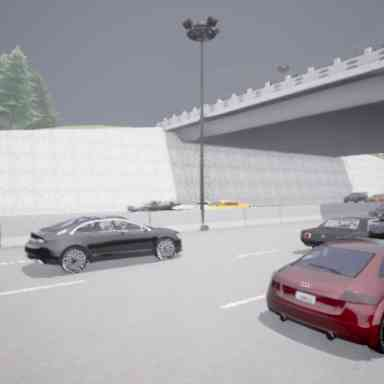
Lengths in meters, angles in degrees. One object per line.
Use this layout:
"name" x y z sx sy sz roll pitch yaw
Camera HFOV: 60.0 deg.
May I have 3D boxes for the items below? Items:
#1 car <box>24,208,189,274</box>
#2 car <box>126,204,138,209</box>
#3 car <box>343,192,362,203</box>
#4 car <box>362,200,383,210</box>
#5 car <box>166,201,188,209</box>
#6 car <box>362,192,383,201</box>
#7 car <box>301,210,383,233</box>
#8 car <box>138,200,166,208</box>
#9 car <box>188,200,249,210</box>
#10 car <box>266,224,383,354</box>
"car" -2.561 1.479 10.531 4.902 1.511 2.128 0 0 -35
"car" -4.496 1.544 35.179 4.718 1.301 1.895 0 0 -35
"car" 29.282 1.017 59.189 5.566 2.045 2.150 -1 0 -35
"car" 13.732 1.463 22.143 5.357 1.411 2.033 0 0 -35
"car" 0.367 1.465 30.049 4.674 1.442 1.812 0 0 -35
"car" 31.524 1.147 56.504 4.553 1.767 2.097 0 0 -35
"car" 6.276 1.558 12.524 4.718 1.301 1.895 0 0 -35
"car" -2.428 1.543 32.355 4.718 1.301 1.895 0 0 -35
"car" 2.475 1.416 27.254 5.008 1.535 1.882 0 0 -35
"car" 3.329 1.542 6.131 4.181 1.385 1.994 0 0 -35
